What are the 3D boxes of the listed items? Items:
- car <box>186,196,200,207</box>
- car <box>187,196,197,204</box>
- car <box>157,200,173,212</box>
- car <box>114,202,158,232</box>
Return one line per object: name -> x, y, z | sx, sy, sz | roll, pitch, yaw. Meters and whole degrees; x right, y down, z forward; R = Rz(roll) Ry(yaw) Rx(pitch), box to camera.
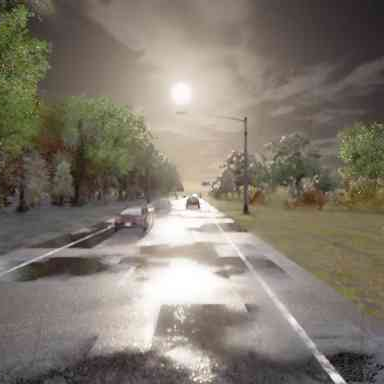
car -> 0.134, 1.428, 51.505 | 2.097, 1.767, 4.553 | 0, 0, 0
car -> 0.048, 1.642, 69.083 | 2.033, 1.411, 5.357 | 0, 0, 0
car -> -3.374, 1.603, 39.263 | 2.033, 1.411, 5.357 | 0, 0, 0
car -> -3.389, 1.553, 19.992 | 1.812, 1.442, 4.674 | 0, 0, 0
